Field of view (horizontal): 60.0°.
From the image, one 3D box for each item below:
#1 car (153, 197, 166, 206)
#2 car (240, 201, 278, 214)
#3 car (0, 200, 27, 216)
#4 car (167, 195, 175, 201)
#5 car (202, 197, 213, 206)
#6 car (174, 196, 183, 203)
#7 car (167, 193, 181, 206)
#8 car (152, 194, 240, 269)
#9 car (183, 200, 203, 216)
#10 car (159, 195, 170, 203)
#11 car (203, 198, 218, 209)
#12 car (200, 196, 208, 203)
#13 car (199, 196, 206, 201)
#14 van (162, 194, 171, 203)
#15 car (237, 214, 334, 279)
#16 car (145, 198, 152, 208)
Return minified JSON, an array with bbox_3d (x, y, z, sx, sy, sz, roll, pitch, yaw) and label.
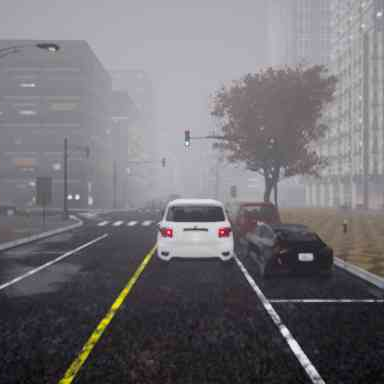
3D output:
[{"bbox_3d":[-5.711,1.624,58.907,2.008,1.369,4.403,0,0,0],"label":"car"},{"bbox_3d":[2.687,1.329,15.456,2.192,1.841,5.009,0,0,0],"label":"car"},{"bbox_3d":[-16.436,1.366,28.431,4.403,1.369,2.008,1,-1,-1],"label":"car"},{"bbox_3d":[-5.723,1.587,92.103,1.967,1.590,4.097,0,0,0],"label":"car"},{"bbox_3d":[2.669,1.600,59.079,1.752,1.417,4.829,0,0,0],"label":"car"},{"bbox_3d":[-3.027,1.607,74.614,1.837,1.490,4.892,0,0,0],"label":"car"},{"bbox_3d":[-3.069,1.294,58.629,2.150,2.045,5.566,0,0,1],"label":"car"},{"bbox_3d":[0.094,1.232,11.379,2.150,2.045,5.566,0,0,0],"label":"car"},{"bbox_3d":[0.082,1.558,33.477,1.812,1.442,4.674,0,0,0],"label":"car"},{"bbox_3d":[-5.715,1.537,69.972,1.967,1.590,4.097,0,0,0],"label":"car"},{"bbox_3d":[2.674,1.599,47.844,1.887,1.381,4.507,0,0,0],"label":"car"},{"bbox_3d":[2.664,1.691,75.507,1.802,1.307,4.206,0,0,0],"label":"car"},{"bbox_3d":[2.659,1.659,86.743,1.752,1.417,4.829,0,0,0],"label":"car"},{"bbox_3d":[-5.717,1.450,75.505,1.690,1.788,3.998,0,0,0],"label":"van"},{"bbox_3d":[2.689,1.574,9.933,1.947,1.339,4.313,0,0,0],"label":"car"},{"bbox_3d":[-5.706,1.604,47.841,2.008,1.369,4.403,0,0,0],"label":"car"}]
